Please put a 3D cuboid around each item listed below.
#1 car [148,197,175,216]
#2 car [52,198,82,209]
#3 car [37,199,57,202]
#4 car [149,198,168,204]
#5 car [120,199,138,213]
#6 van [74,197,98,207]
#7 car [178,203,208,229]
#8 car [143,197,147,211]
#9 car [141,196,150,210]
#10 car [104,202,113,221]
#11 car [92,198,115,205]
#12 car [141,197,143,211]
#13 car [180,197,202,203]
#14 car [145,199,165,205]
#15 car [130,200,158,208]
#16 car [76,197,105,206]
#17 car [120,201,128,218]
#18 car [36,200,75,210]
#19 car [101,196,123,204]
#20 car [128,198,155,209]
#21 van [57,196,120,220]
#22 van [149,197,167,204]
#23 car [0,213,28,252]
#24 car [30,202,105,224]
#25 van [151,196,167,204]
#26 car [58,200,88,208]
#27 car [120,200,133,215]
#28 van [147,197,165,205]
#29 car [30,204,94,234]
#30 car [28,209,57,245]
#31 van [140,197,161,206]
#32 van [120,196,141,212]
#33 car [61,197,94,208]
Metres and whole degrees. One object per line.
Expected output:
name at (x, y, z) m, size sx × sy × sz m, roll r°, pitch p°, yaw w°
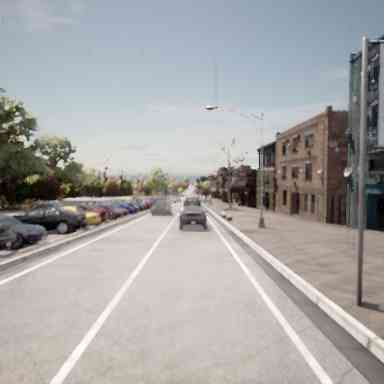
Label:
car at (-3.386, 1.764, 37.568) m, size 2.097 × 1.767 × 4.553 m, roll 0°, pitch -1°, yaw 0°
car at (-22.106, 2.033, 58.899) m, size 4.553 × 1.767 × 2.185 m, roll 0°, pitch -1°, yaw 0°
car at (-22.060, 2.055, 50.571) m, size 4.892 × 1.521 × 2.231 m, roll 0°, pitch -1°, yaw 0°
car at (-9.069, 2.472, 90.228) m, size 5.008 × 1.535 × 2.097 m, roll 0°, pitch 0°, yaw 0°
car at (-8.935, 1.879, 36.960) m, size 5.008 × 1.535 × 2.097 m, roll 0°, pitch -1°, yaw 0°
van at (-22.220, 2.073, 70.002) m, size 4.442 × 1.987 × 1.878 m, roll 0°, pitch -1°, yaw 0°
car at (0.073, 1.745, 23.639) m, size 1.837 × 1.490 × 4.892 m, roll 0°, pitch -1°, yaw 0°
car at (-8.930, 1.860, 45.371) m, size 4.553 × 1.767 × 2.185 m, roll 0°, pitch -1°, yaw 0°
car at (-8.938, 1.895, 48.174) m, size 4.553 × 1.767 × 2.185 m, roll 0°, pitch -1°, yaw 0°
car at (-8.942, 1.767, 25.747) m, size 4.792 × 1.488 × 2.163 m, roll 0°, pitch -1°, yaw 0°
car at (-22.323, 2.434, 83.882) m, size 5.366 × 1.575 × 1.946 m, roll 0°, pitch 0°, yaw 0°
car at (-8.986, 1.824, 42.568) m, size 4.553 × 1.767 × 2.185 m, roll 0°, pitch -1°, yaw 0°
car at (0.044, 1.677, 41.252) m, size 2.150 × 2.045 × 5.566 m, roll 0°, pitch -1°, yaw 1°
car at (-9.082, 2.450, 81.816) m, size 4.792 × 1.488 × 2.163 m, roll 0°, pitch 0°, yaw 0°
car at (-8.998, 2.198, 62.187) m, size 4.892 × 1.521 × 2.231 m, roll 0°, pitch -1°, yaw 0°
car at (-22.139, 2.082, 72.779) m, size 5.566 × 2.045 × 2.435 m, roll 0°, pitch -1°, yaw 0°
car at (-8.897, 1.838, 31.354) m, size 4.792 × 1.488 × 2.163 m, roll 0°, pitch -1°, yaw 0°
car at (-21.876, 2.085, 53.348) m, size 5.366 × 1.575 × 1.946 m, roll 0°, pitch -1°, yaw 0°
car at (-22.130, 2.232, 92.213) m, size 5.566 × 2.045 × 2.435 m, roll 0°, pitch 0°, yaw 0°
car at (-9.028, 2.036, 59.386) m, size 4.553 × 1.767 × 2.185 m, roll 0°, pitch -1°, yaw 0°
van at (-8.803, 1.547, 28.554) m, size 4.442 × 1.987 × 1.878 m, roll 0°, pitch -1°, yaw 0°
van at (-8.951, 2.232, 87.423) m, size 4.442 × 1.987 × 1.878 m, roll 0°, pitch 0°, yaw 0°
car at (-8.873, 1.580, 11.740) m, size 4.892 × 1.521 × 2.231 m, roll 0°, pitch -1°, yaw 0°
car at (-9.091, 1.700, 22.944) m, size 5.366 × 1.575 × 1.946 m, roll 0°, pitch -1°, yaw 0°
van at (-9.198, 2.259, 93.033) m, size 4.442 × 1.987 × 1.878 m, roll 0°, pitch 0°, yaw 0°
car at (-22.054, 2.223, 61.674) m, size 4.792 × 1.488 × 2.163 m, roll 0°, pitch -1°, yaw 0°
car at (-8.904, 1.873, 34.157) m, size 4.792 × 1.488 × 2.163 m, roll 0°, pitch -1°, yaw 0°
van at (-9.177, 2.213, 84.621) m, size 4.442 × 1.987 × 1.878 m, roll 0°, pitch 0°, yaw 0°
car at (-8.893, 1.668, 20.145) m, size 5.008 × 1.535 × 2.097 m, roll 0°, pitch -1°, yaw 0°
car at (-8.855, 1.636, 14.537) m, size 4.792 × 1.488 × 2.163 m, roll 0°, pitch -1°, yaw 0°
van at (-9.149, 2.113, 73.401) m, size 4.442 × 1.987 × 1.878 m, roll 0°, pitch -1°, yaw 0°
van at (-8.831, 1.689, 39.766) m, size 4.442 × 1.987 × 1.878 m, roll 0°, pitch -1°, yaw 0°
car at (-22.118, 1.977, 64.453) m, size 5.566 × 2.045 × 2.435 m, roll 0°, pitch -1°, yaw 0°
